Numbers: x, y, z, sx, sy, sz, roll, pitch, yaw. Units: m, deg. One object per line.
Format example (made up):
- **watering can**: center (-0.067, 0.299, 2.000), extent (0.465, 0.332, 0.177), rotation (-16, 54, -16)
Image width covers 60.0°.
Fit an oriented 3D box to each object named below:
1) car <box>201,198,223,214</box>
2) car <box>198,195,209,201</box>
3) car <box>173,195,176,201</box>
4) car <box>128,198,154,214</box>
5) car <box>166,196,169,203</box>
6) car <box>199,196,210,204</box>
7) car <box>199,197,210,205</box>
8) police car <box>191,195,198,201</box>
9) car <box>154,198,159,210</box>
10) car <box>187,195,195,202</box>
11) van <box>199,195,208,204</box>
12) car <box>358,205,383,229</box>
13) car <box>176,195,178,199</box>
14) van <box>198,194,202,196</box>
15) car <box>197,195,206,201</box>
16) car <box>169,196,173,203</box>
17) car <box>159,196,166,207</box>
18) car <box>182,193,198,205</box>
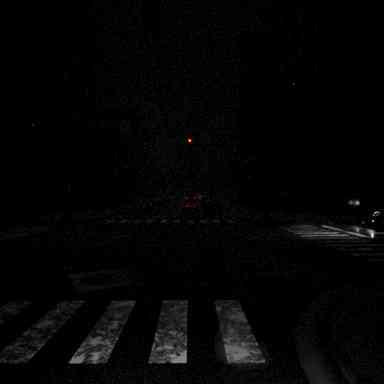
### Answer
- **car**: center (2.347, 1.606, 36.176), extent (1.947, 1.339, 4.313), rotation (0, 0, 0)
- **car**: center (2.372, 1.637, 52.709), extent (1.947, 1.339, 4.313), rotation (0, 0, 0)
- **car**: center (-5.611, 1.695, 80.275), extent (2.008, 1.369, 4.403), rotation (0, 0, 0)
- **car**: center (-5.678, 1.480, 36.189), extent (1.967, 1.590, 4.097), rotation (0, 0, 0)
- **car**: center (-5.644, 1.634, 58.232), extent (2.008, 1.369, 4.403), rotation (0, 0, 0)
- **car**: center (2.364, 1.641, 47.199), extent (1.802, 1.307, 4.206), rotation (0, 0, 0)
- **car**: center (2.389, 1.647, 63.730), extent (2.008, 1.369, 4.403), rotation (0, 0, 0)
- **police car**: center (0.618, 1.599, 90.257), extent (1.930, 1.638, 5.238), rotation (0, 0, 0)
- **car**: center (-5.669, 1.490, 41.700), extent (1.967, 1.590, 4.097), rotation (0, 0, 0)
- **car**: center (-0.232, 1.480, 73.713), extent (1.812, 1.442, 4.674), rotation (0, 0, 0)
- **van**: center (2.397, 1.453, 69.241), extent (1.690, 1.788, 3.998), rotation (0, 0, 0)
- **car**: center (12.893, 1.305, 20.689), extent (4.553, 1.767, 2.097), rotation (0, 0, 0)
- **car**: center (-5.593, 1.721, 91.297), extent (1.887, 1.381, 4.507), rotation (0, 0, 0)
- **van**: center (2.381, 1.424, 58.220), extent (1.690, 1.788, 3.998), rotation (0, 0, 0)
- **car**: center (2.423, 1.600, 85.774), extent (1.967, 1.590, 4.097), rotation (0, 0, 0)
- **car**: center (-5.628, 1.552, 69.253), extent (1.967, 1.590, 4.097), rotation (0, 0, 0)
- **car**: center (-5.653, 1.653, 52.721), extent (1.802, 1.307, 4.206), rotation (0, 0, 0)
- **car**: center (-0.248, 1.318, 63.358), extent (2.150, 2.045, 5.566), rotation (0, 0, 0)
